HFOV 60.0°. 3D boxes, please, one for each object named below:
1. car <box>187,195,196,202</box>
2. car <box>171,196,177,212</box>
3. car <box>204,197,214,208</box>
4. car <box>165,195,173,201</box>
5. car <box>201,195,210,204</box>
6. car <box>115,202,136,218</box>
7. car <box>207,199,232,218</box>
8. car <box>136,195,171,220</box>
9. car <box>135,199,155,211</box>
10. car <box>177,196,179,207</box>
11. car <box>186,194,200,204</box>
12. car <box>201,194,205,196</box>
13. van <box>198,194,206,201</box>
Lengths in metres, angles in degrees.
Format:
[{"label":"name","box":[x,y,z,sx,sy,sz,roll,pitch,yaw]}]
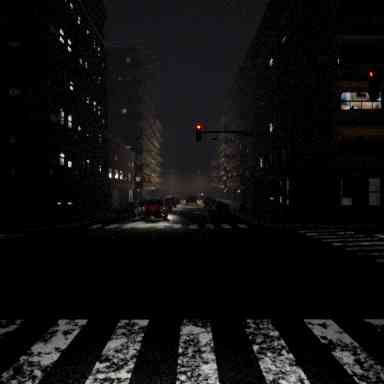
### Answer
[{"label":"car","box":[-0.115,1.407,69.840,1.994,1.385,4.181,0,0,0]},{"label":"car","box":[-3.159,1.494,36.735,2.128,1.511,4.902,0,0,0]},{"label":"car","box":[2.625,1.569,35.907,1.947,1.339,4.313,0,0,0]},{"label":"car","box":[-5.839,1.560,85.447,1.752,1.417,4.829,0,0,0]},{"label":"car","box":[2.606,1.553,46.954,1.887,1.381,4.507,0,0,0]},{"label":"car","box":[-5.747,1.567,30.381,1.947,1.339,4.313,0,0,0]},{"label":"car","box":[2.634,1.583,30.383,1.802,1.307,4.206,0,0,0]},{"label":"car","box":[-3.087,1.353,27.630,2.097,1.767,4.553,0,0,-2]},{"label":"car","box":[-5.766,1.571,41.429,1.947,1.339,4.313,0,0,0]},{"label":"car","box":[-3.165,1.534,47.778,1.812,1.442,4.674,0,0,0]},{"label":"car","box":[-0.103,1.368,61.437,2.097,1.767,4.553,0,0,0]},{"label":"car","box":[3.048,1.542,60.952,1.812,1.442,4.674,0,0,0]},{"label":"van","box":[2.540,1.376,85.618,1.690,1.788,3.998,-1,0,0]}]
